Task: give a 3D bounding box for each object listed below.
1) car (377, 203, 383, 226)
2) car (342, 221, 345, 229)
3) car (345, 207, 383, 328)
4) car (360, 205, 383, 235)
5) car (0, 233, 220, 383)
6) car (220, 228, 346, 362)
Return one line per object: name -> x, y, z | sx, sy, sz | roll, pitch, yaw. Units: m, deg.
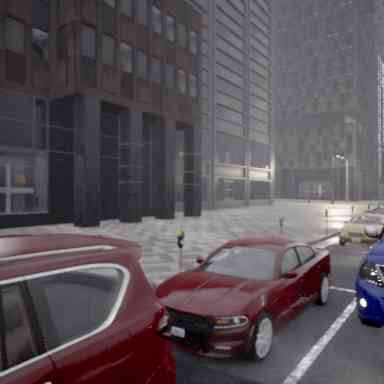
car -> 14.571, 1.557, 23.631 | 1.887, 1.381, 4.507 | 0, 0, 37
car -> 7.773, 1.531, 14.704 | 1.752, 1.417, 4.829 | 0, 0, 37
car -> 4.837, 1.226, 6.432 | 2.150, 2.045, 5.566 | 0, 0, 38
car -> 11.224, 1.554, 19.235 | 1.887, 1.381, 4.507 | 0, 0, 37
car -> -2.166, 1.311, 1.651 | 2.192, 1.841, 5.009 | 0, 0, 37
car -> 1.181, 1.544, 6.047 | 1.887, 1.381, 4.507 | 0, 0, 37
